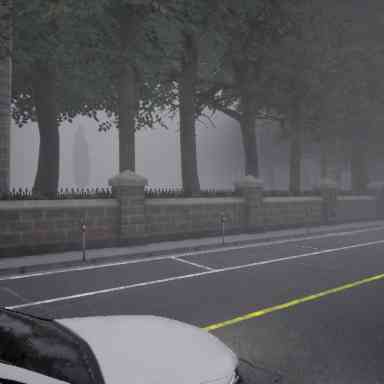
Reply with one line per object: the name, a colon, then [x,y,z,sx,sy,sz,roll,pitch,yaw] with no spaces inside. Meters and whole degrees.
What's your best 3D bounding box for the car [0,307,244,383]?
car: [-1.681,1.525,2.121,4.674,1.442,1.812,0,0,-35]
